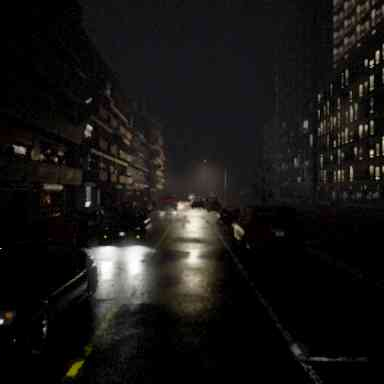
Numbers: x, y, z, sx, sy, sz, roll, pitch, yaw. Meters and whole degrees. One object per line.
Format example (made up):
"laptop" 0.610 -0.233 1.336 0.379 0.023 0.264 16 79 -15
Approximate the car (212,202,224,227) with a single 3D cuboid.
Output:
"car" 2.683 1.663 23.581 1.887 1.381 4.507 0 0 0

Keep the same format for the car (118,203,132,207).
"car" -5.697 1.700 23.581 1.802 1.307 4.206 0 0 0

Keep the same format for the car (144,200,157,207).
"car" -5.699 1.731 39.990 1.752 1.417 4.829 0 0 0

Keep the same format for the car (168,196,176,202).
"car" -5.705 1.993 95.425 1.967 1.590 4.097 0 0 0

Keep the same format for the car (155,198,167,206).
"car" -5.701 1.882 62.266 1.887 1.381 4.507 0 0 0

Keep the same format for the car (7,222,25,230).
"car" -5.696 1.585 7.001 2.008 1.369 4.403 0 0 0

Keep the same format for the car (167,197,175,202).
"car" -5.704 2.066 89.899 2.008 1.369 4.403 0 0 0

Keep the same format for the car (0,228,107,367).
"car" -3.088 1.593 5.819 1.994 1.385 4.181 0 0 0

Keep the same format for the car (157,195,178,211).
"car" -3.094 1.451 44.614 2.150 2.045 5.566 0 0 0

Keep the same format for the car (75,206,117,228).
"car" -5.698 1.530 18.054 1.967 1.590 4.097 0 0 0

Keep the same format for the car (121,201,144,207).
"car" -5.699 1.587 29.108 1.967 1.590 4.097 0 0 0

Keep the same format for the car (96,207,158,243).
"car" -3.052 1.646 16.475 1.994 1.385 4.181 0 0 0

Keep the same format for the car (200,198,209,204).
"car" 2.678 1.989 73.320 1.802 1.307 4.206 0 0 0

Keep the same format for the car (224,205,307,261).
"car" 2.683 1.377 12.528 2.192 1.841 5.009 0 0 0

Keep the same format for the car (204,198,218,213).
"car" 2.681 1.733 40.331 1.752 1.417 4.829 0 0 0

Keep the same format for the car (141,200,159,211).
"car" -5.699 1.782 45.686 1.887 1.381 4.507 0 0 0

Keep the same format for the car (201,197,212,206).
"car" 2.678 1.778 62.267 1.967 1.590 4.097 0 0 0

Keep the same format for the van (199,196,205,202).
"van" 2.675 1.856 89.901 1.690 1.788 3.998 0 0 0

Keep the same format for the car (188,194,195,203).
"car" 0.755 1.667 58.699 2.097 1.767 4.553 0 0 3

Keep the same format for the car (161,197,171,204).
"car" -5.703 1.931 73.150 1.752 1.417 4.829 0 0 0

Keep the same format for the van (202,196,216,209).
"van" 2.680 1.579 45.688 1.690 1.788 3.998 0 0 0

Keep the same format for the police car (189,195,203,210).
"police car" 0.896 1.681 48.795 1.930 1.638 5.238 0 0 0

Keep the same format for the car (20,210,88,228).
"car" -5.696 1.606 12.526 1.887 1.381 4.507 0 0 0

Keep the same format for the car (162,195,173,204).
"car" -5.705 1.757 78.847 2.192 1.841 5.009 0 0 0

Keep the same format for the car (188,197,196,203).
"car" -0.007 1.976 83.077 1.895 1.301 4.718 0 0 0
